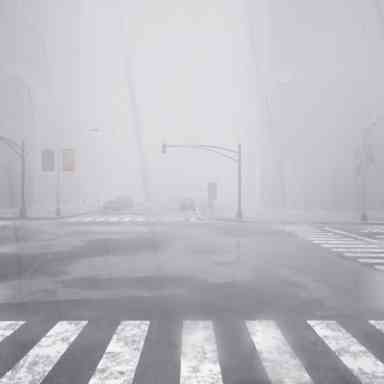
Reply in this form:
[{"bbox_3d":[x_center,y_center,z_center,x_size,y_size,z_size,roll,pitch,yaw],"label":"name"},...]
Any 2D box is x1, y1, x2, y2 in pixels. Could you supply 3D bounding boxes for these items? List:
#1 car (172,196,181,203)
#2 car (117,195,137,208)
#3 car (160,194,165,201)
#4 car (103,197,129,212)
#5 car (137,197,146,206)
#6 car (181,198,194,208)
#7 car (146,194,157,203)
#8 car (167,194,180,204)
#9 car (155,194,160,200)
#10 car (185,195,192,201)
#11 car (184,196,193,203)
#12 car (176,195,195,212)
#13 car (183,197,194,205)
[{"bbox_3d":[-3.518,1.648,75.798,1.994,1.385,4.181,0,0,0],"label":"car"},{"bbox_3d":[-9.118,1.333,44.329,2.192,1.841,5.009,0,0,0],"label":"car"},{"bbox_3d":[-9.376,1.691,93.162,1.887,1.381,4.507,0,0,0],"label":"car"},{"bbox_3d":[-9.088,1.572,38.903,1.947,1.339,4.313,0,0,0],"label":"car"},{"bbox_3d":[-9.174,1.568,55.011,1.752,1.417,4.829,0,0,0],"label":"car"},{"bbox_3d":[-0.621,1.612,49.795,1.802,1.307,4.206,0,0,0],"label":"car"},{"bbox_3d":[-9.261,1.665,71.459,1.802,1.307,4.206,0,0,0],"label":"car"},{"bbox_3d":[-3.366,1.573,65.713,1.837,1.490,4.892,0,0,0],"label":"car"},{"bbox_3d":[-9.291,1.413,76.885,2.192,1.841,5.009,0,0,0],"label":"car"},{"bbox_3d":[-0.852,1.691,93.195,1.887,1.381,4.507,0,0,0],"label":"car"},{"bbox_3d":[-0.737,1.609,71.665,1.752,1.417,4.829,0,0,0],"label":"car"},{"bbox_3d":[-0.564,1.446,38.946,1.967,1.590,4.097,0,0,0],"label":"car"},{"bbox_3d":[-0.679,1.600,60.645,1.887,1.381,4.507,0,0,0],"label":"car"}]
